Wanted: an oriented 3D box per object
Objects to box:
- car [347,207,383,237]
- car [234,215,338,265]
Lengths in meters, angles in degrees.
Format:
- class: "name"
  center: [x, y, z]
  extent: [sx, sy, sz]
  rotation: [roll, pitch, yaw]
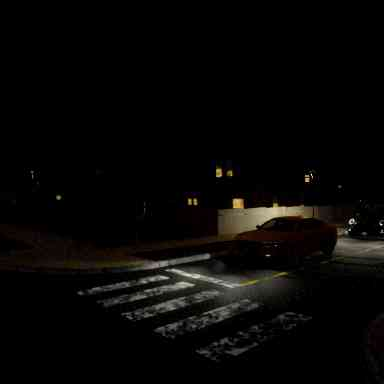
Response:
- class: "car"
  center: [10.749, 1.638, 19.085]
  extent: [4.553, 1.767, 2.097]
  rotation: [1, -2, -42]
- class: "car"
  center: [3.690, 1.666, 12.672]
  extent: [5.008, 1.535, 1.882]
  rotation: [1, -2, -42]
